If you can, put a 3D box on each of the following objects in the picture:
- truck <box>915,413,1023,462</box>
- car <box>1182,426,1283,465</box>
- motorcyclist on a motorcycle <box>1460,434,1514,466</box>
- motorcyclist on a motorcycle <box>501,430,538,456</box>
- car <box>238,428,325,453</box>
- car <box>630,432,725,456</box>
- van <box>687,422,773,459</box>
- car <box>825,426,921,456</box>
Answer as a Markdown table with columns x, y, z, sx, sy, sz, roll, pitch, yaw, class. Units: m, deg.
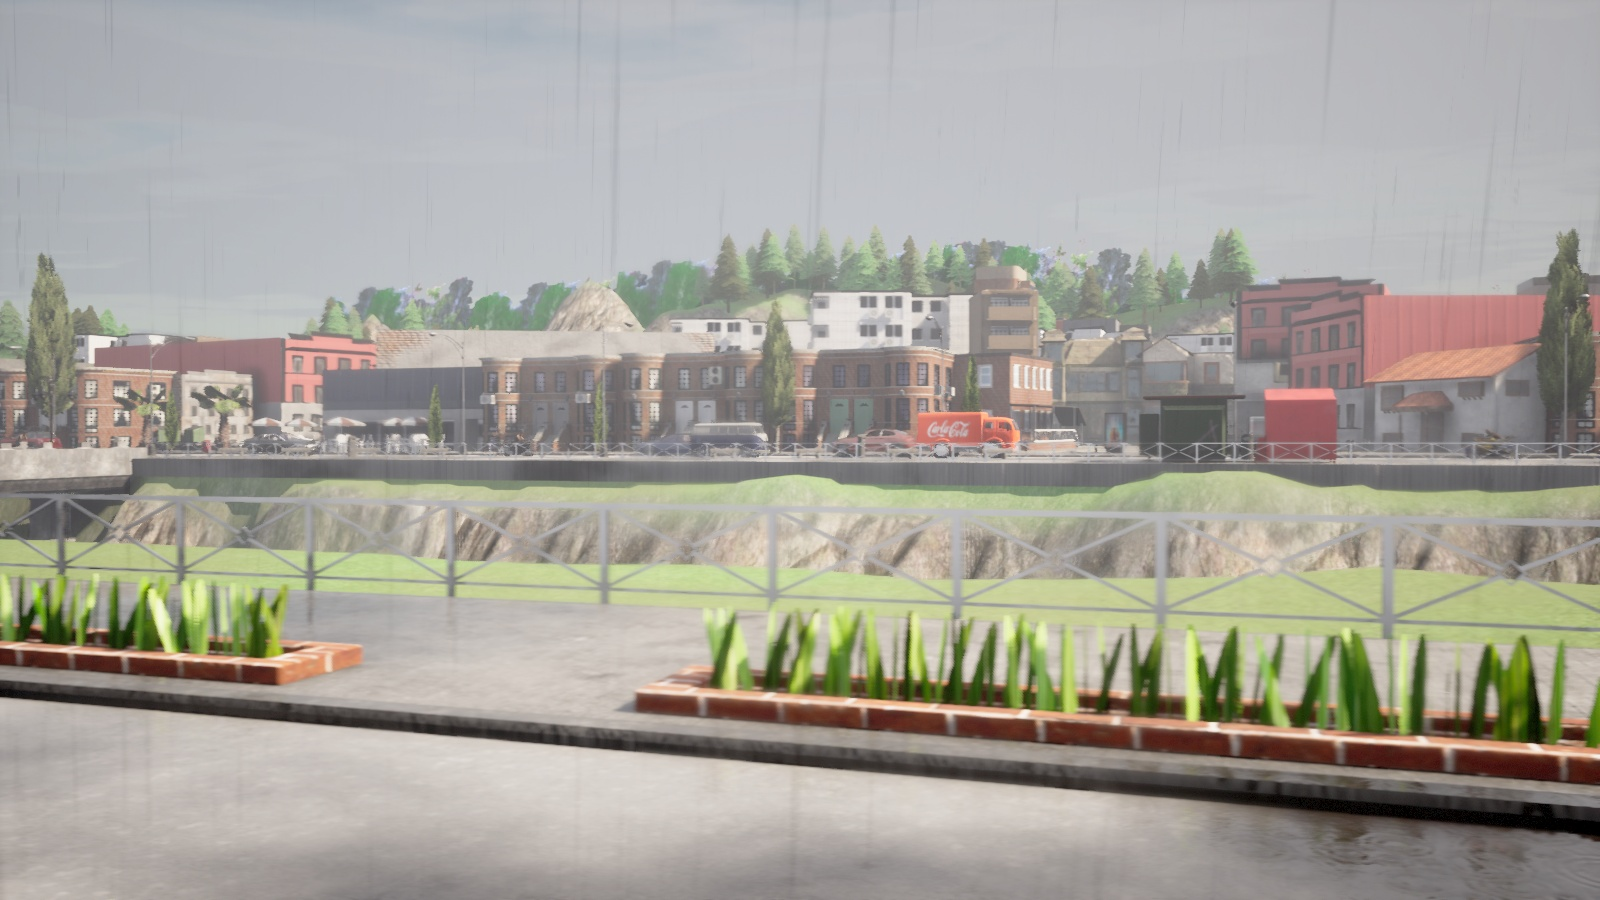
| x | y | z | sx | sy | sz | roll | pitch | yaw | class |
| --- | --- | --- | --- | --- | --- | --- | --- | --- | --- |
| 8.894 | -0.681 | 65.814 | 5.204 | 2.467 | 2.627 | 1 | 1 | 19 | truck |
| 21.200 | -0.265 | 61.682 | 4.605 | 1.855 | 1.932 | 1 | 1 | 19 | car |
| 33.746 | 0.001 | 61.687 | 2.191 | 1.530 | 0.866 | 1 | 1 | 19 | motorcyclist on a motorcycle |
| -16.620 | -0.445 | 74.397 | 2.044 | 1.523 | 0.797 | 1 | 1 | 19 | motorcyclist on a motorcycle |
| -32.998 | -0.621 | 79.901 | 4.902 | 1.511 | 2.128 | 1 | 1 | 19 | car |
| -7.352 | -0.363 | 75.501 | 5.357 | 1.411 | 2.033 | 1 | 1 | 19 | car |
| -3.909 | -0.558 | 70.121 | 4.442 | 1.987 | 1.775 | 1 | 1 | 19 | van |
| 4.172 | -0.526 | 71.623 | 5.027 | 1.651 | 2.152 | 1 | 1 | 19 | car |
